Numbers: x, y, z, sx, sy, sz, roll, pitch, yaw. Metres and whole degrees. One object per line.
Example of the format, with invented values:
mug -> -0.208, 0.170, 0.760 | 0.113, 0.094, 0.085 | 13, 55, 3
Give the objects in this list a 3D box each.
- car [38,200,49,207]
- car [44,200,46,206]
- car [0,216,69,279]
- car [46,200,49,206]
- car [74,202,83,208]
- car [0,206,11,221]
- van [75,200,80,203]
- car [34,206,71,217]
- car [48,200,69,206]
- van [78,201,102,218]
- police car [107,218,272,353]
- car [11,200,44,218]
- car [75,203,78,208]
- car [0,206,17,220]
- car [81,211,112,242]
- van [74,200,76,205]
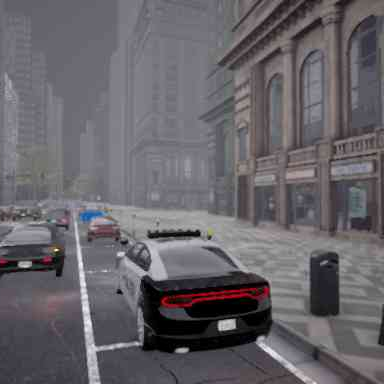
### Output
car -> -38.801, 3.009, 87.058 | 2.192, 1.841, 5.009 | 1, -1, -20
car -> -33.372, 2.911, 71.964 | 1.752, 1.417, 4.829 | 1, -1, -20
car -> -5.068, 1.734, 10.715 | 1.812, 1.442, 4.674 | 1, -1, -20
car -> -37.010, 3.137, 82.078 | 1.887, 1.381, 4.507 | 1, -1, -20
car -> -29.069, 3.266, 85.182 | 1.947, 1.339, 4.313 | 1, -1, -20
car -> -18.655, 2.116, 31.092 | 1.887, 1.381, 4.507 | 1, -1, -20
van -> -14.344, 2.220, 44.372 | 1.690, 1.788, 3.998 | 1, -1, -20
car -> -10.013, 2.022, 24.437 | 2.033, 1.411, 5.357 | 1, -1, -20
car -> -15.969, 2.142, 40.682 | 2.097, 1.767, 4.553 | 1, -1, -20
van -> -8.729, 1.915, 28.781 | 1.690, 1.788, 3.998 | 1, -1, -20
police car -> -0.420, 1.573, 6.769 | 1.930, 1.638, 5.238 | 1, -1, -20
car -> -16.833, 1.867, 34.030 | 2.150, 2.045, 5.566 | 1, -2, -19
car -> -12.474, 2.321, 39.170 | 1.887, 1.381, 4.507 | 1, -1, -20
car -> -20.529, 2.217, 36.289 | 1.887, 1.381, 4.507 | 1, -1, -20
car -> -4.987, 1.954, 18.380 | 1.802, 1.307, 4.206 | 1, -1, -20
van -> -27.232, 2.937, 80.096 | 1.690, 1.788, 3.998 | 1, -1, -20
